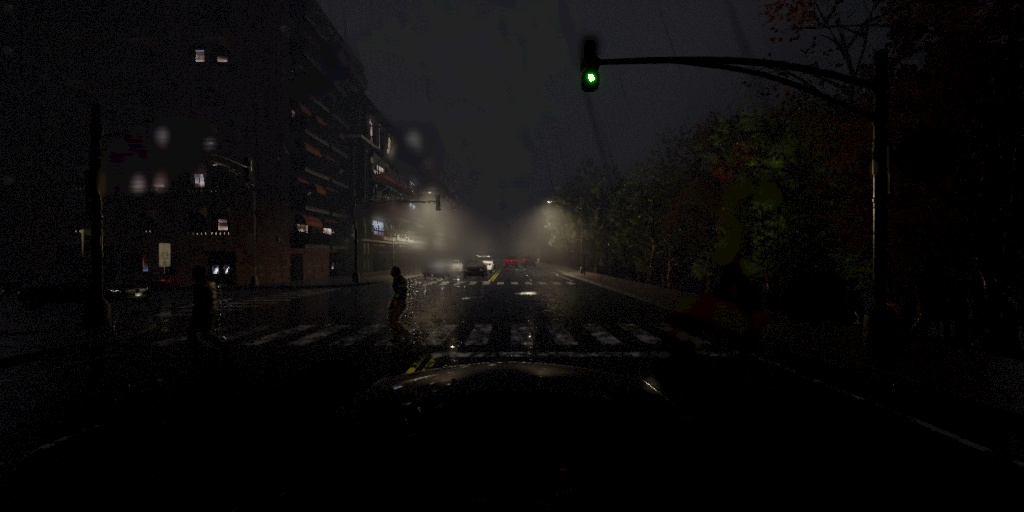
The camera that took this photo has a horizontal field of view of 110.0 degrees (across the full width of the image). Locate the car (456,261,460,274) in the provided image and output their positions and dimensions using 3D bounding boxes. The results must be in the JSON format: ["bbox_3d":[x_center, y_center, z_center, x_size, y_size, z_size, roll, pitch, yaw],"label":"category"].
[{"bbox_3d":[-6.675,1.281,41.630,1.812,1.442,4.674,0,0,0],"label":"car"}]

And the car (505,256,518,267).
[{"bbox_3d":[-0.122,0.988,64.381,2.150,2.045,5.566,0,0,0],"label":"car"}]

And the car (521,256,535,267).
[{"bbox_3d":[3.128,1.244,64.358,1.882,1.535,5.008,0,0,0],"label":"car"}]

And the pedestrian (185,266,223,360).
[{"bbox_3d":[-5.908,1.044,6.846,0.375,1.860,0.375,0,0,0],"label":"pedestrian"}]

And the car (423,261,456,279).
[{"bbox_3d":[-6.664,1.353,32.706,1.895,1.301,4.718,0,0,0],"label":"car"}]

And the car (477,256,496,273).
[{"bbox_3d":[-3.430,0.977,44.157,2.150,2.045,5.566,0,0,0],"label":"car"}]

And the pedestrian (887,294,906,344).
[{"bbox_3d":[8.020,1.271,7.569,0.500,1.100,0.500,0,0,0],"label":"pedestrian"}]

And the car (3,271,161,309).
[{"bbox_3d":[-19.089,1.497,16.081,4.674,1.442,1.812,-1,0,0],"label":"car"}]

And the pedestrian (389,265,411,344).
[{"bbox_3d":[-2.547,1.052,8.148,0.375,1.860,0.375,0,0,0],"label":"pedestrian"}]

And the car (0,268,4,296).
[{"bbox_3d":[-22.681,1.335,13.289,5.009,1.841,2.192,0,0,-1],"label":"car"}]

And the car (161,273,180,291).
[{"bbox_3d":[-22.820,1.593,21.936,4.207,1.307,1.802,0,0,-1],"label":"car"}]

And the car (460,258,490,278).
[{"bbox_3d":[-3.410,1.230,34.225,1.882,1.535,5.008,0,0,0],"label":"car"}]
